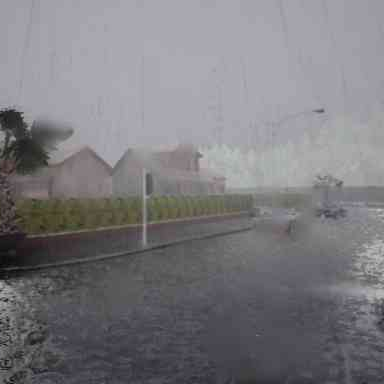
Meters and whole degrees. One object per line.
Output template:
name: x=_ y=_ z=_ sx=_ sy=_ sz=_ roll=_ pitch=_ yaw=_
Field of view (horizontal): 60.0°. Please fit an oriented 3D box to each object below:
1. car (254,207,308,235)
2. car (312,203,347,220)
car: x=5.200 y=1.583 z=19.276 sx=1.994 sy=1.385 sz=4.181 roll=0 pitch=0 yaw=36
car: x=11.755 y=1.620 z=28.400 sx=1.895 sy=1.301 sz=4.718 roll=0 pitch=0 yaw=36
